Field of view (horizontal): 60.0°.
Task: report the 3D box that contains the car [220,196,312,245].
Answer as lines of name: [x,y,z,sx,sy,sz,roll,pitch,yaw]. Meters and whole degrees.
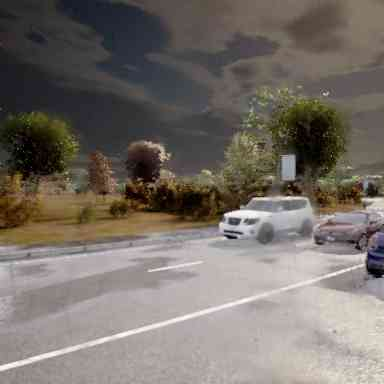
car: [3.832,1.247,16.177,5.566,2.045,2.150,0,0,-41]

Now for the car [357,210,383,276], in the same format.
car: [6.764,1.364,9.277,4.553,1.767,2.097,0,0,-40]

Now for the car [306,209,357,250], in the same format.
car: [7.101,1.546,14.416,4.674,1.442,1.812,0,0,-42]
